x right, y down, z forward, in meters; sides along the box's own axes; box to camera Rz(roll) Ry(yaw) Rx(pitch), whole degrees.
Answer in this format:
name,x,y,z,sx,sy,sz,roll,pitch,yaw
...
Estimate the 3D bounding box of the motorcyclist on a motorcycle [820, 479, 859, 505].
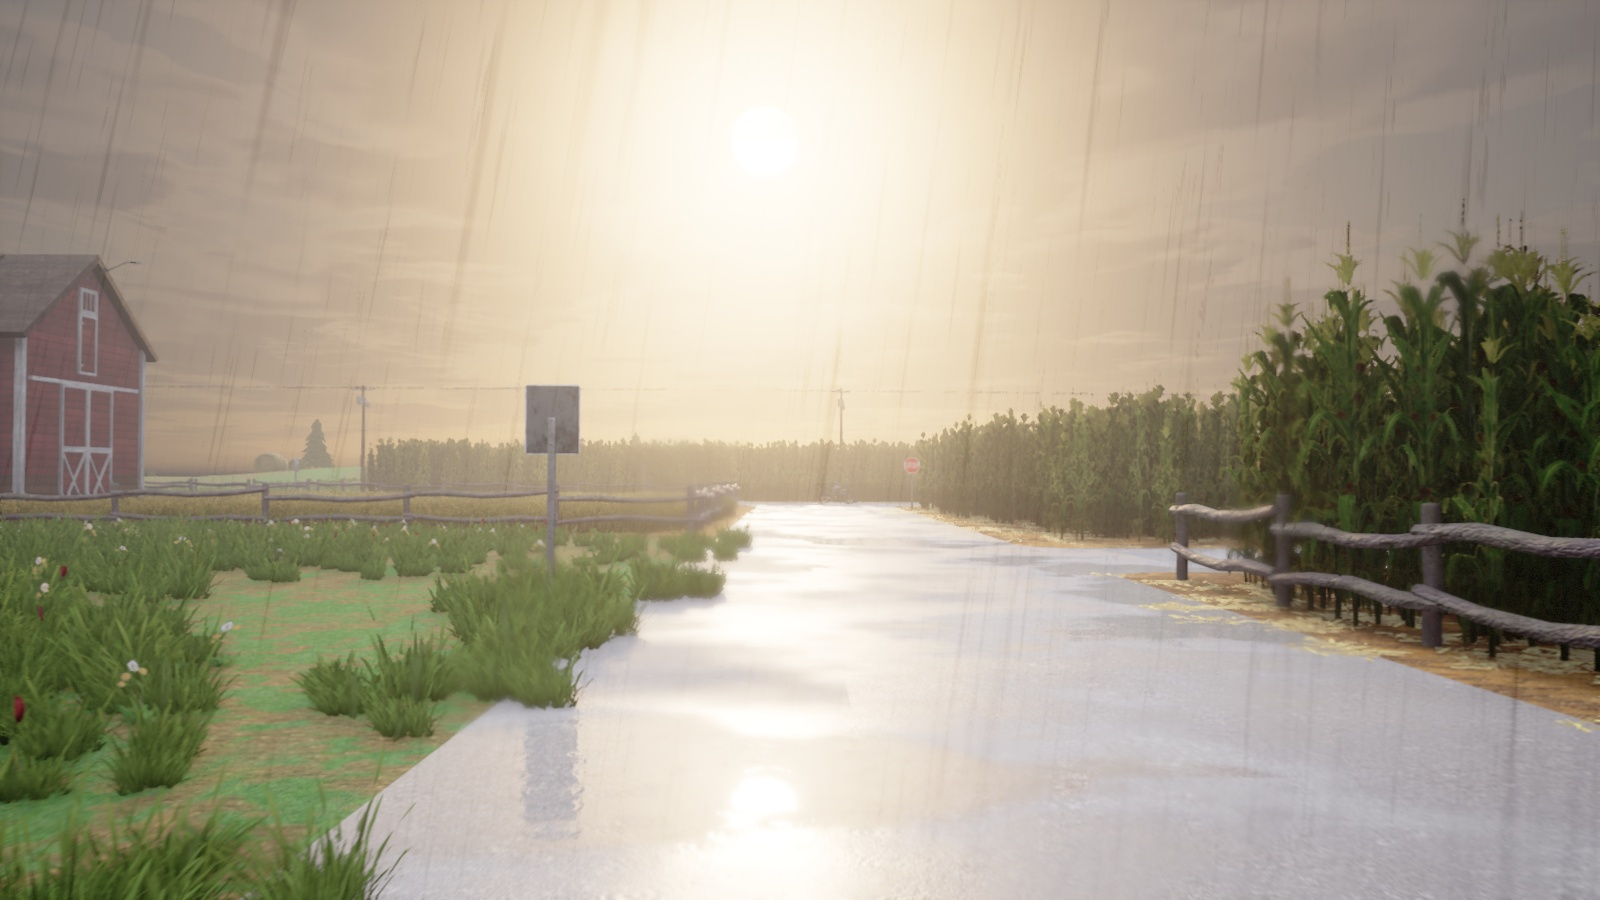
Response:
name,x,y,z,sx,sy,sz,roll,pitch,yaw
motorcyclist on a motorcycle,2.270,2.425,72.758,2.191,1.530,0.866,0,-1,-2
